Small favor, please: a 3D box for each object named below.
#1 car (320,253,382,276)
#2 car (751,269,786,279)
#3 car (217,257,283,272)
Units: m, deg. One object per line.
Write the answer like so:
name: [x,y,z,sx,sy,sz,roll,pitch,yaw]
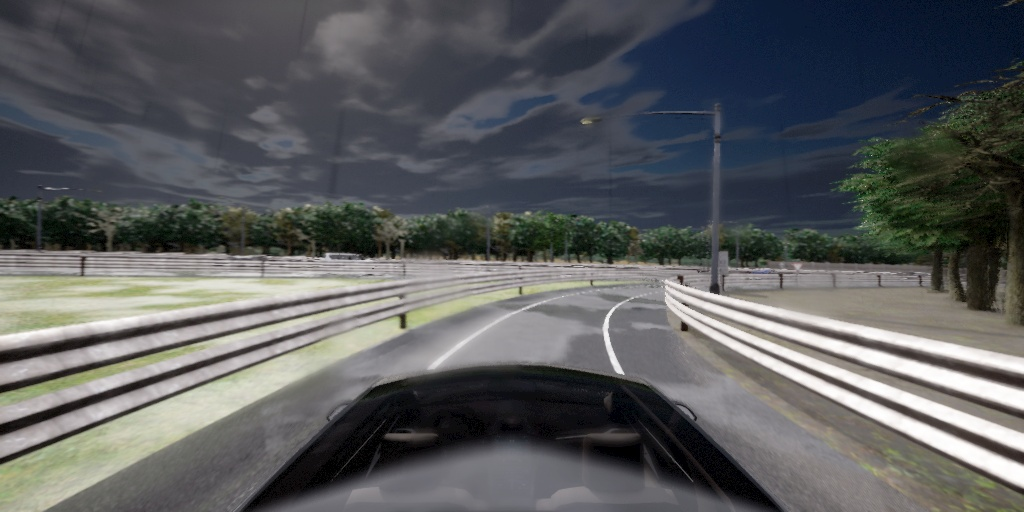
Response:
car: [-15.797,0.784,35.436,5.566,2.045,2.150,2,0,-18]
car: [36.335,2.665,50.878,5.008,1.535,1.882,2,0,-15]
car: [-26.242,0.844,35.676,4.902,1.511,2.128,2,0,-18]
